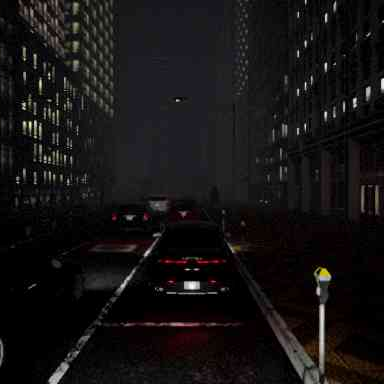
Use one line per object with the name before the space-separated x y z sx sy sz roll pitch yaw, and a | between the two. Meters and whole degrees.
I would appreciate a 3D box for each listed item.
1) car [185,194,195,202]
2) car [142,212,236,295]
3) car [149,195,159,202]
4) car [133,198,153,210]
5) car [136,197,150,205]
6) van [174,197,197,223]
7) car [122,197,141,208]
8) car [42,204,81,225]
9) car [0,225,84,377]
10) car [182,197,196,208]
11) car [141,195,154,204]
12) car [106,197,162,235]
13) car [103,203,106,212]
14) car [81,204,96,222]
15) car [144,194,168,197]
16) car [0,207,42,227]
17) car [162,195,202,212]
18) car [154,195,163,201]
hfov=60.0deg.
car | -0.465 1.298 77.509 2.192 1.841 5.009 -1 0 0
car | -0.001 1.502 8.651 1.837 1.490 4.892 0 0 0
car | -8.843 1.509 77.339 1.752 1.417 4.829 -1 0 0
car | -6.188 1.498 42.687 1.837 1.490 4.892 0 0 1
car | -8.843 1.570 60.458 1.802 1.307 4.206 -1 0 0
van | -0.465 1.336 26.356 1.690 1.788 3.998 -1 0 0
car | -8.843 1.541 49.090 2.008 1.369 4.403 -1 0 0
car | -8.844 1.547 20.672 2.008 1.369 4.403 -1 0 0
car | -3.150 1.524 5.012 1.812 1.442 4.674 0 0 0
car | -0.463 1.541 49.090 2.008 1.369 4.403 -1 0 0
car | -8.845 1.427 66.141 1.967 1.590 4.097 -1 0 0
car | -3.100 1.348 18.789 2.097 1.767 4.553 0 0 0
car | -8.844 1.544 37.723 2.008 1.369 4.403 -1 0 0
car | -8.843 1.577 26.356 1.802 1.307 4.206 -1 0 0
car | -3.109 1.217 32.760 2.150 2.045 5.566 0 0 1
car | -8.843 1.542 14.989 1.887 1.381 4.507 -1 0 0
car | -0.465 1.311 20.672 2.192 1.841 5.009 -1 0 0
car | -8.844 1.545 88.876 1.947 1.339 4.313 -1 0 0
